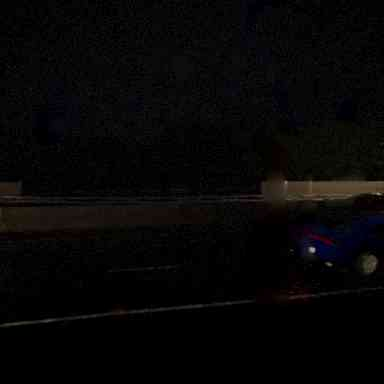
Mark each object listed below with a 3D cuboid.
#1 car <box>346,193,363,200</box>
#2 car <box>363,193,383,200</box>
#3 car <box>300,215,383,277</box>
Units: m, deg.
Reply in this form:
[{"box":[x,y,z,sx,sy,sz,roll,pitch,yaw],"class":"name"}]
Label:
[{"box":[22.592,0.894,43.448,5.008,1.535,1.882,-1,1,-15],"class":"car"},{"box":[23.657,0.948,40.115,4.892,1.490,1.837,-1,1,-15],"class":"car"},{"box":[5.713,1.422,9.883,5.008,1.535,1.882,-1,1,-15],"class":"car"}]
